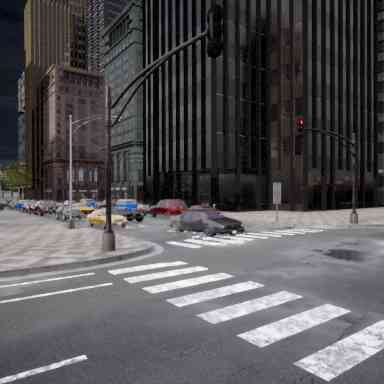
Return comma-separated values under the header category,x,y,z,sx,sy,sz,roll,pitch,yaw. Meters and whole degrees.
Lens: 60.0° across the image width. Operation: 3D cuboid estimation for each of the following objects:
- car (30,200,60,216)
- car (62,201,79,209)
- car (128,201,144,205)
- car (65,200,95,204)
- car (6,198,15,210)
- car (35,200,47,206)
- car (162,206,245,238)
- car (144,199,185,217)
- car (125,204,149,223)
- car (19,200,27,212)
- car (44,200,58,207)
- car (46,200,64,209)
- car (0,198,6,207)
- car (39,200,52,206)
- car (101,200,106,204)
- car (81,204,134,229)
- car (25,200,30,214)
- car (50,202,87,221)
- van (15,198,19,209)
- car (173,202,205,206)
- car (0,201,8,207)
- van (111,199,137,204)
category,x,y,z,sx,sy,sz,roll,pitch,yaw
car,-17.749,1.901,40.438,2.192,1.841,5.009,-1,0,-35
car,-22.784,2.408,62.185,1.802,1.307,4.206,-1,0,-35
car,-5.344,2.005,37.761,1.802,1.307,4.206,-1,0,-35
car,-12.420,1.979,37.590,1.882,1.535,5.008,0,-1,-35
car,-32.036,2.354,60.471,1.967,1.590,4.097,-1,0,-35
car,-37.889,2.711,83.361,2.008,1.369,4.403,-1,0,-35
car,0.640,1.735,19.269,2.033,1.411,5.357,0,-1,-36
car,-2.401,1.669,33.616,2.192,1.841,5.009,-1,0,-35
car,-5.882,1.949,28.412,1.895,1.301,4.718,0,-1,-36
car,-23.420,2.157,48.393,1.967,1.590,4.097,-1,0,-35
car,-31.846,2.596,74.890,1.947,1.339,4.313,-1,0,-35
car,-25.046,2.317,60.777,1.882,1.535,5.008,0,-1,-35
car,-41.403,2.667,73.606,1.887,1.381,4.507,-1,0,-35
car,-34.868,2.661,79.126,1.947,1.339,4.313,-1,0,-35
car,-11.249,1.876,46.051,2.192,1.841,5.009,-1,0,-35
car,-6.297,1.844,24.390,1.752,1.417,4.829,-1,0,-35
car,-20.581,2.196,44.416,1.887,1.381,4.507,-1,0,-35
car,-12.069,2.004,32.483,2.008,1.369,4.403,-1,0,-35
van,-26.260,2.123,52.371,1.690,1.788,3.998,-1,0,-35
car,0.554,1.829,29.471,1.887,1.381,4.507,-1,0,-35
car,-44.524,2.771,77.983,1.802,1.307,4.206,-1,0,-35
van,-8.299,1.833,41.906,1.690,1.788,3.998,-1,0,-35
